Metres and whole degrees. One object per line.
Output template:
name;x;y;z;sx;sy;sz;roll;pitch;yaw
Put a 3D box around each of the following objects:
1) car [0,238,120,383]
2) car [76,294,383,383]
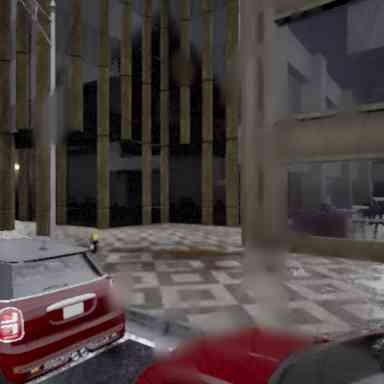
car;-2.996;1.443;5.117;4.097;1.590;1.967;0;0;36
car;1.569;1.544;1.840;4.507;1.381;1.887;0;0;36
